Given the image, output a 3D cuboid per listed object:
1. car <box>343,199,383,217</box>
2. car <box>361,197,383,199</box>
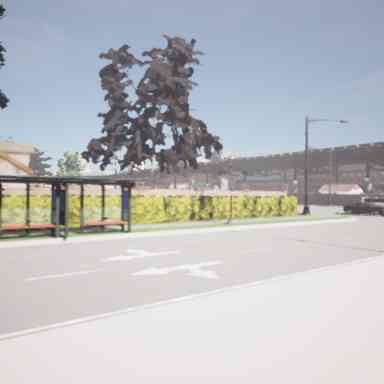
[{"bbox_3d":[19.427,1.872,37.083,1.837,1.490,4.892,1,0,-35],"label":"car"},{"bbox_3d":[22.473,1.625,38.861,2.150,2.045,5.566,1,0,-36],"label":"car"}]
